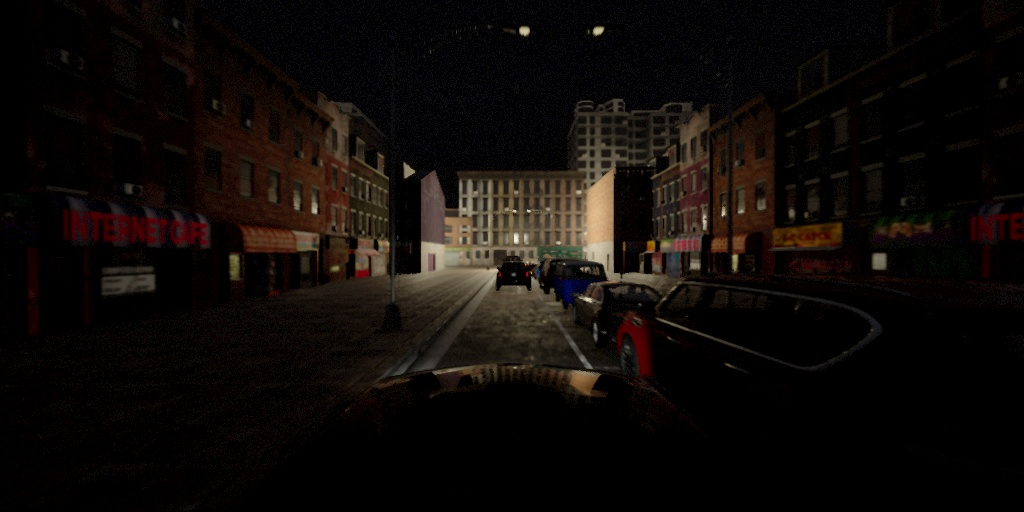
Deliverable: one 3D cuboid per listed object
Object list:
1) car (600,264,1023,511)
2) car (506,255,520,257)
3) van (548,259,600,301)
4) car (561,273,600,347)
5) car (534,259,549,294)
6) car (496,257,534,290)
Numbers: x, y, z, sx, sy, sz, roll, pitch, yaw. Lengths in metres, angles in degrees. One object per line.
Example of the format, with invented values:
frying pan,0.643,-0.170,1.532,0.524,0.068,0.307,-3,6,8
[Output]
car,2.637,1.064,3.629,2.192,1.841,5.009,0,0,0
car,0.095,0.962,40.441,2.150,2.045,5.566,0,0,0
van,2.636,1.088,14.580,1.690,1.789,3.998,0,0,0
car,2.636,1.299,9.105,2.007,1.370,4.403,0,0,0
car,2.635,1.061,20.056,2.192,1.841,5.009,0,0,0
car,0.098,1.097,22.635,2.097,1.767,4.553,0,0,0
